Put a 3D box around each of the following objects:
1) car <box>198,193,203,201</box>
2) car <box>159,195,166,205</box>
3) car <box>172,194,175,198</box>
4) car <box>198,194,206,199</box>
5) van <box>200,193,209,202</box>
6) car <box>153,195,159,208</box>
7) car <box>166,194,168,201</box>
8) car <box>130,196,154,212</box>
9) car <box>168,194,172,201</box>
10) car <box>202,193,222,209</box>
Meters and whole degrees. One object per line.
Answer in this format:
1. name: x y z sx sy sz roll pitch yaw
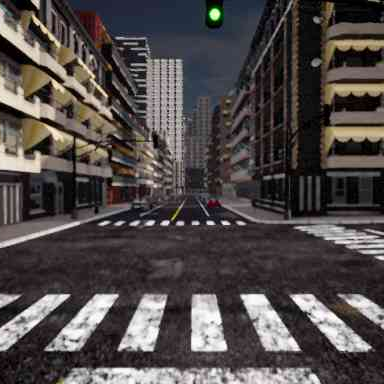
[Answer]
1. car: 2.652 1.290 58.715 2.008 1.369 4.403 -1 0 0
2. car: -5.727 1.202 53.187 1.967 1.590 4.097 -1 0 0
3. car: -5.740 1.236 80.828 1.802 1.307 4.206 -1 0 0
4. car: 2.637 1.179 86.354 1.887 1.381 4.507 -1 0 0
5. van: 2.644 1.037 69.769 1.690 1.788 3.998 -1 0 0
6. car: -5.720 1.373 42.132 1.947 1.339 4.313 -1 0 0
7. car: -5.729 1.321 58.716 1.802 1.307 4.206 -1 0 0
8. car: -5.717 1.382 36.605 2.008 1.369 4.403 -1 0 0
9. car: -5.735 1.222 69.601 1.752 1.417 4.829 -1 0 0
10. car: 2.659 1.247 42.131 1.967 1.590 4.097 -1 0 0
